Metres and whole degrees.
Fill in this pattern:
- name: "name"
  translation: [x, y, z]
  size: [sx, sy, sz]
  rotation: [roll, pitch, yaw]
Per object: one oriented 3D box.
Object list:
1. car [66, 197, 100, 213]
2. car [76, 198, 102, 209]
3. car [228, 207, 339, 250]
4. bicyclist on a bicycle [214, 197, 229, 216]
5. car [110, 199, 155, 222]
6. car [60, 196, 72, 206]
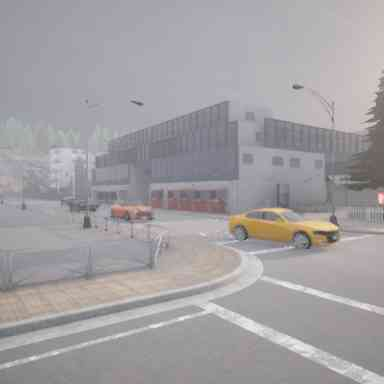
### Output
- name: "car"
  translation: [-12.058, 1.587, 36.727]
  size: [1.895, 1.301, 4.718]
  rotation: [0, 0, -35]
- name: "car"
  translation: [-14.486, 1.534, 46.573]
  size: [2.033, 1.411, 5.357]
  rotation: [0, 0, -34]
- name: "car"
  translation: [3.815, 1.467, 14.574]
  size: [1.882, 1.535, 5.008]
  rotation: [0, 0, -41]
- name: "bicyclist on a bicycle"
  translation: [2.547, 1.288, 28.849]
  size: [1.656, 1.620, 0.582]
  rotation: [0, 0, -35]
- name: "car"
  translation: [-4.766, 1.338, 26.255]
  size: [2.097, 1.767, 4.553]
  rotation: [0, 0, -35]
- name: "car"
  translation: [-20.201, 1.492, 54.684]
  size: [1.837, 1.490, 4.892]
  rotation: [0, 0, -35]
